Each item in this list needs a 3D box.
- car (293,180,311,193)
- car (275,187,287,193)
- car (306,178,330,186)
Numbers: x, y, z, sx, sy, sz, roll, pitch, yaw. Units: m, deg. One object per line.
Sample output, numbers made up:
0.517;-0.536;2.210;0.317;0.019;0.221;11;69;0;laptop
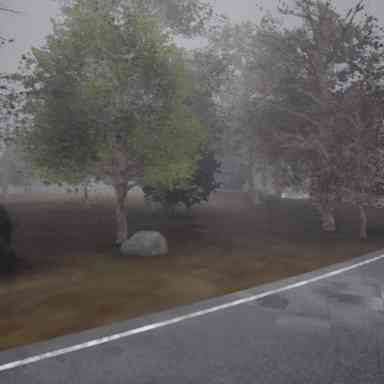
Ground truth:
18.072;-0.944;54.925;2.150;2.045;5.566;-4;3;9;car
15.855;-0.723;59.175;2.128;1.511;4.902;-3;3;20;car
27.271;-2.201;72.052;4.892;1.490;1.837;-5;3;-23;car
